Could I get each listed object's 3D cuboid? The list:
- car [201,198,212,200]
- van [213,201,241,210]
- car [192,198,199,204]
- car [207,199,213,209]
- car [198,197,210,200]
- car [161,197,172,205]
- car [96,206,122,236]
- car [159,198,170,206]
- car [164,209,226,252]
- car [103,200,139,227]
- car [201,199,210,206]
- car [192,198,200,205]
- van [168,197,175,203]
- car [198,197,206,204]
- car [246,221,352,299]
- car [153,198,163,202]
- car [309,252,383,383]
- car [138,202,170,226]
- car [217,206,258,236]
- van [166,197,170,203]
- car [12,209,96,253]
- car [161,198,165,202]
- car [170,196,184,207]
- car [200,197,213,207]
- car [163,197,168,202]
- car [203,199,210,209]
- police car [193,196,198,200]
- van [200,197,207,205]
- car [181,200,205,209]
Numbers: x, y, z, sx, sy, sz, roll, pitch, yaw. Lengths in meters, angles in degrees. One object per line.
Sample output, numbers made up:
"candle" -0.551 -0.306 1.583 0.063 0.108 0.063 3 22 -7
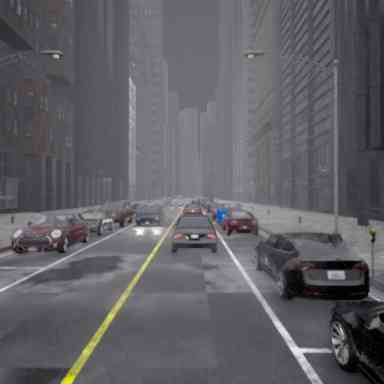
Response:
"car" 2.754 2.091 53.322 1.802 1.307 4.206 0 -1 0
"van" 2.760 1.578 25.280 1.690 1.788 3.998 0 -1 0
"car" 0.884 2.374 86.709 1.812 1.442 4.674 0 -1 0
"car" 2.759 1.730 30.888 1.967 1.590 4.097 0 -1 0
"car" 2.753 1.880 58.933 2.192 1.841 5.009 0 -1 0
"car" -5.776 2.051 75.747 2.192 1.841 5.009 0 -1 0
"car" -5.765 1.734 19.653 2.008 1.369 4.403 0 -1 0
"car" -5.775 2.119 70.136 1.967 1.590 4.097 0 -1 0
"car" 0.097 1.683 14.568 2.033 1.411 5.357 0 -1 0
"car" -5.765 1.551 25.264 2.192 1.841 5.009 0 -1 0
"car" 2.750 2.206 70.319 1.752 1.417 4.829 0 -1 0
"car" 0.886 2.312 80.710 1.812 1.442 4.674 0 -1 0
"van" -5.779 2.248 92.574 1.690 1.788 3.998 0 -1 0
"car" 2.746 2.223 92.586 2.192 1.841 5.009 0 -1 0
"car" 2.763 1.645 8.451 1.947 1.339 4.313 0 -1 0
"car" -5.770 2.004 47.699 2.008 1.369 4.403 0 -1 0
"car" 2.764 1.593 2.842 1.947 1.339 4.313 0 -1 0
"car" -3.105 1.789 25.830 2.033 1.411 5.357 0 -1 0
"car" 2.761 1.729 19.670 1.887 1.381 4.507 0 -1 0
"van" -5.773 1.963 64.528 1.690 1.788 3.998 0 -1 0
"car" -5.763 1.571 14.044 1.967 1.590 4.097 0 -1 0
"car" -5.771 2.091 53.307 1.802 1.307 4.206 0 -1 0
"car" -3.016 1.883 66.869 2.150 2.045 5.566 0 0 0
"car" 2.752 1.937 64.542 2.192 1.841 5.009 0 -1 0
"car" -5.772 2.089 58.747 1.752 1.417 4.829 0 -1 0
"car" 2.756 1.964 42.104 1.947 1.339 4.313 0 -1 0
"police car" 0.887 2.111 70.821 1.930 1.638 5.238 0 -1 0
"van" 2.748 2.134 81.368 1.690 1.788 3.998 0 -1 0
"car" 0.094 1.898 35.521 1.994 1.385 4.181 0 -1 0
